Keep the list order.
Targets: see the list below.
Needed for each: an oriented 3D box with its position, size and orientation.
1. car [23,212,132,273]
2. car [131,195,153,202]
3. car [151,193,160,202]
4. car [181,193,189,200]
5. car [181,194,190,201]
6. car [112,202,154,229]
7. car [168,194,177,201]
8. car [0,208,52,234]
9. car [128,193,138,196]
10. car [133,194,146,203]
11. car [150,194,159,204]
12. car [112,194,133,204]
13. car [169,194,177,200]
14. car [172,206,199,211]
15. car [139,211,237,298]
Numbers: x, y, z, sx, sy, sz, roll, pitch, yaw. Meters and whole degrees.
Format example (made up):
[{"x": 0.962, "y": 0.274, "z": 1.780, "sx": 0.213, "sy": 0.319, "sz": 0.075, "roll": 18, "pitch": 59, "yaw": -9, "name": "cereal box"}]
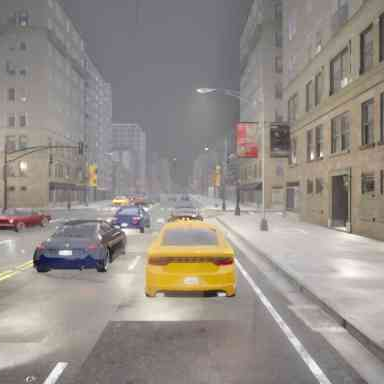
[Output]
[{"x": -3.356, "y": 1.564, "z": 10.722, "sx": 1.994, "sy": 1.385, "sz": 4.181, "roll": 0, "pitch": 0, "yaw": -1, "name": "car"}, {"x": -7.646, "y": 1.614, "z": 51.090, "sx": 1.895, "sy": 1.301, "sz": 4.718, "roll": 0, "pitch": 0, "yaw": -1, "name": "car"}, {"x": -7.980, "y": 1.241, "z": 71.208, "sx": 2.150, "sy": 2.045, "sz": 5.566, "roll": 0, "pitch": 0, "yaw": -1, "name": "car"}, {"x": -1.889, "y": 1.237, "z": 90.626, "sx": 2.097, "sy": 1.767, "sz": 4.553, "roll": 0, "pitch": 0, "yaw": -1, "name": "car"}, {"x": -1.677, "y": 1.367, "z": 80.625, "sx": 2.097, "sy": 1.767, "sz": 4.553, "roll": 0, "pitch": 0, "yaw": -1, "name": "car"}, {"x": -3.535, "y": 1.528, "z": 19.464, "sx": 1.812, "sy": 1.442, "sz": 4.674, "roll": 0, "pitch": 0, "yaw": -1, "name": "car"}, {"x": -4.962, "y": 1.567, "z": 82.205, "sx": 1.994, "sy": 1.385, "sz": 4.181, "roll": 0, "pitch": 0, "yaw": -1, "name": "car"}, {"x": -10.094, "y": 1.603, "z": 19.472, "sx": 1.895, "sy": 1.301, "sz": 4.718, "roll": 0, "pitch": 0, "yaw": 1, "name": "car"}, {"x": -11.075, "y": 1.237, "z": 61.063, "sx": 2.150, "sy": 2.045, "sz": 5.566, "roll": 0, "pitch": 0, "yaw": -1, "name": "car"}, {"x": -11.227, "y": 1.371, "z": 71.052, "sx": 2.097, "sy": 1.767, "sz": 4.553, "roll": 0, "pitch": 0, "yaw": -1, "name": "car"}, {"x": -7.816, "y": 1.563, "z": 60.733, "sx": 2.033, "sy": 1.411, "sz": 5.357, "roll": 0, "pitch": 0, "yaw": -1, "name": "car"}, {"x": -10.899, "y": 1.491, "z": 51.128, "sx": 1.882, "sy": 1.535, "sz": 5.008, "roll": 0, "pitch": 0, "yaw": -1, "name": "car"}, {"x": -5.164, "y": 1.369, "z": 91.804, "sx": 2.097, "sy": 1.767, "sz": 4.553, "roll": 0, "pitch": 0, "yaw": -1, "name": "car"}, {"x": -0.354, "y": 1.507, "z": 18.065, "sx": 1.837, "sy": 1.490, "sz": 4.892, "roll": 0, "pitch": 0, "yaw": -1, "name": "car"}, {"x": -0.054, "y": 1.478, "z": 8.584, "sx": 1.882, "sy": 1.535, "sz": 5.008, "roll": 0, "pitch": 0, "yaw": -1, "name": "car"}]
